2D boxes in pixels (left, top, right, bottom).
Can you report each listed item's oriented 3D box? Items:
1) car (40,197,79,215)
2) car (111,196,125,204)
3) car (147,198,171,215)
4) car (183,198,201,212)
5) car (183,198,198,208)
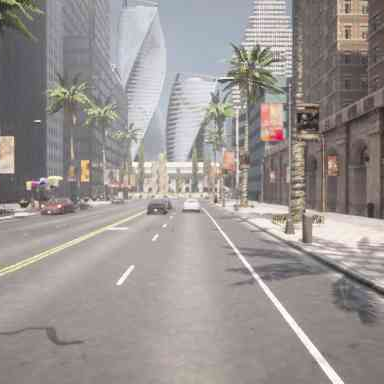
[{"bbox_3d":[-13.723,1.354,34.162,2.185,1.767,4.553,0,0,-1],"label":"car"},{"bbox_3d":[-14.103,1.481,63.534,2.231,1.521,4.892,0,0,-1],"label":"car"},{"bbox_3d":[-3.541,1.505,34.612,1.837,1.490,4.892,0,0,-1],"label":"car"},{"bbox_3d":[-0.083,1.526,38.148,1.812,1.442,4.674,0,0,0],"label":"car"},{"bbox_3d":[-0.211,1.564,47.996,1.994,1.385,4.181,0,0,-1],"label":"car"}]
